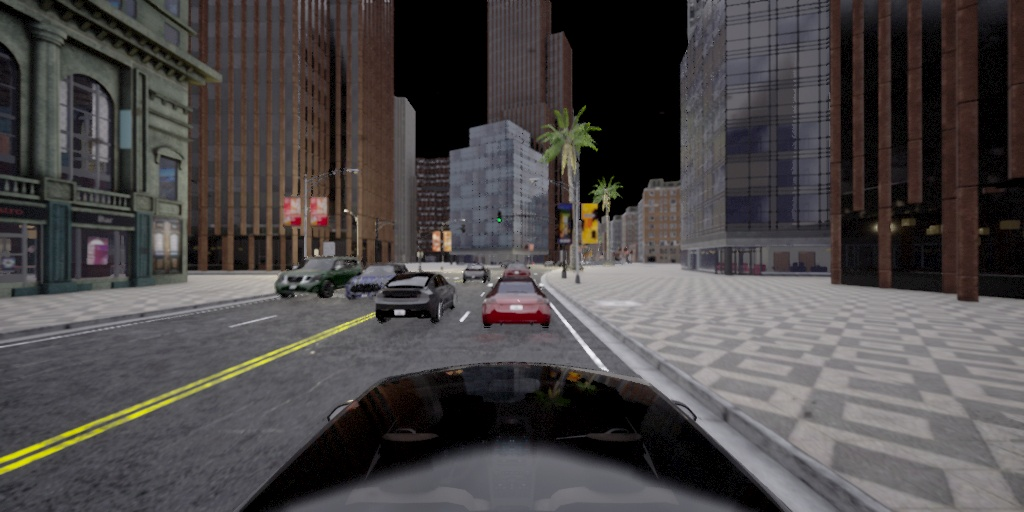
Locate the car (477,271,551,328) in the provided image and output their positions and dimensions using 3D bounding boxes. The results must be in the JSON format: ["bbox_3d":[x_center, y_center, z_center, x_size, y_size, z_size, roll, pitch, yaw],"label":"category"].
[{"bbox_3d":[0.130,1.367,11.660,1.994,1.385,4.181,0,0,0],"label":"car"}]

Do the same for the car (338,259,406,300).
[{"bbox_3d":[-6.507,1.188,18.117,2.097,1.767,4.553,0,0,1],"label":"car"}]

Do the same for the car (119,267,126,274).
[{"bbox_3d":[-42.465,1.566,40.544,4.181,1.385,1.994,0,0,0],"label":"car"}]

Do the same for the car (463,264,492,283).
[{"bbox_3d":[-2.785,1.395,29.361,2.128,1.511,4.902,0,0,3],"label":"car"}]

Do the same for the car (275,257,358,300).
[{"bbox_3d":[-9.765,1.062,18.811,2.150,2.045,5.566,0,-1,1],"label":"car"}]

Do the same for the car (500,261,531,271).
[{"bbox_3d":[0.434,1.253,28.758,2.097,1.767,4.553,0,0,3],"label":"car"}]

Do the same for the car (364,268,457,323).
[{"bbox_3d":[-3.116,1.313,12.395,1.837,1.490,4.892,0,0,0],"label":"car"}]
